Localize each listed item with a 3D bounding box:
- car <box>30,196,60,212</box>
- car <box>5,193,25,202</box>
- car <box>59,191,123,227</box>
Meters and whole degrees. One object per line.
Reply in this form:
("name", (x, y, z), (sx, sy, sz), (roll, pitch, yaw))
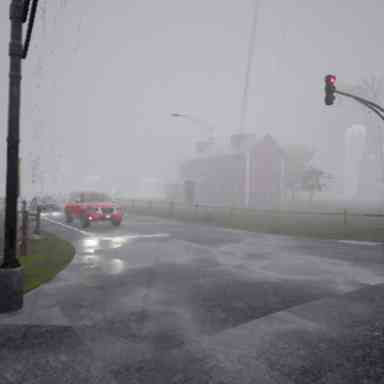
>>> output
("car", (-14.199, 1.120, 31.937), (2.033, 1.411, 5.357), (2, 0, -35))
("car", (-25.807, 0.673, 48.489), (2.097, 1.767, 4.553), (2, 0, -35))
("car", (-6.237, 0.975, 20.718), (2.150, 2.045, 5.566), (2, 0, -35))
